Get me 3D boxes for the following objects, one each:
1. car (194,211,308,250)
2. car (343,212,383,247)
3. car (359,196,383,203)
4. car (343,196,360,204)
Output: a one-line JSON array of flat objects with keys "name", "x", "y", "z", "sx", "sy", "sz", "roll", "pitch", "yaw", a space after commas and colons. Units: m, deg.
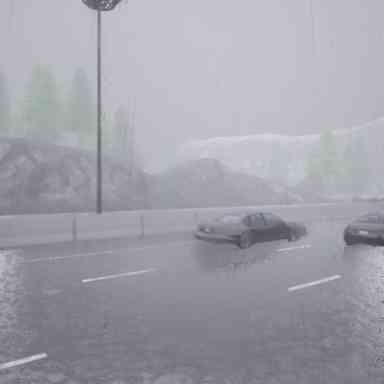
[{"name": "car", "x": 2.660, "y": 1.526, "z": 14.314, "sx": 5.357, "sy": 1.411, "sz": 2.033, "roll": 0, "pitch": 0, "yaw": -35}, {"name": "car", "x": 8.233, "y": 1.533, "z": 13.956, "sx": 4.181, "sy": 1.385, "sz": 1.994, "roll": 0, "pitch": 0, "yaw": -35}, {"name": "car", "x": 30.737, "y": 1.481, "z": 55.945, "sx": 4.718, "sy": 1.301, "sz": 1.895, "roll": 0, "pitch": 0, "yaw": -35}, {"name": "car", "x": 28.695, "y": 1.377, "z": 58.787, "sx": 4.902, "sy": 1.511, "sz": 2.128, "roll": 0, "pitch": 0, "yaw": -35}]
